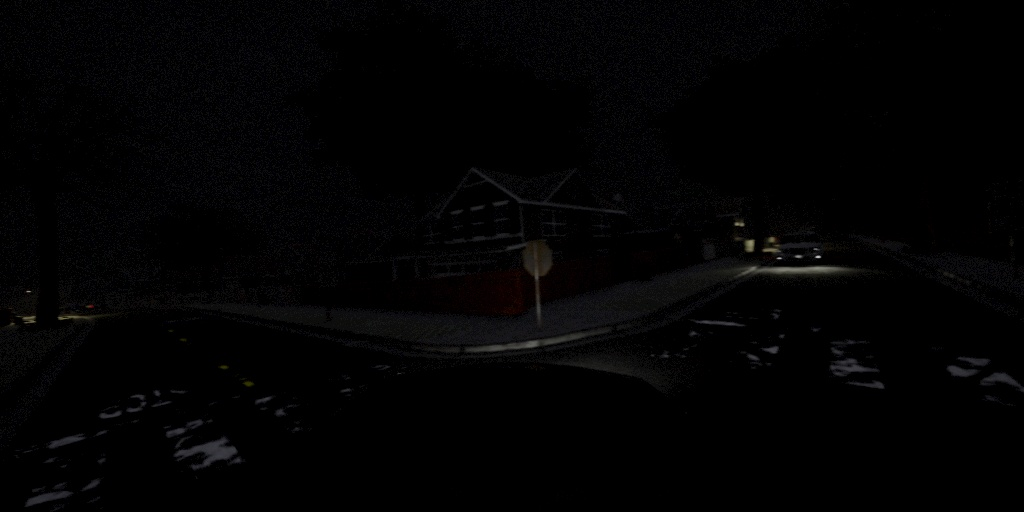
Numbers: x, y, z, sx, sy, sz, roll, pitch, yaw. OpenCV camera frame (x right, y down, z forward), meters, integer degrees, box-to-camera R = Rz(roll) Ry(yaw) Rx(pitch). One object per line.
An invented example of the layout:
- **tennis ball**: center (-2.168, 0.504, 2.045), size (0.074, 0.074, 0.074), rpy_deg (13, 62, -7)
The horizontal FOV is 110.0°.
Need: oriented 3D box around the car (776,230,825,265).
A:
- **car**: center (18.677, -0.544, 23.198), size (2.150, 2.045, 5.566), rpy_deg (-4, 2, 42)
